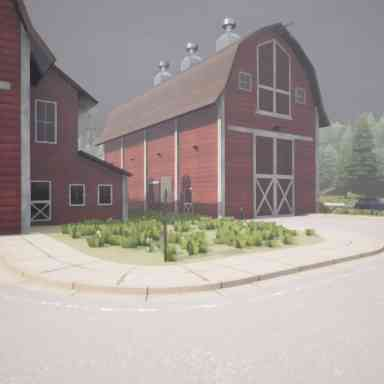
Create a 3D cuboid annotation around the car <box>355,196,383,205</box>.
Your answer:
[{"bbox_3d":[20.137,1.381,36.086,2.097,1.767,4.553,0,0,-34],"label":"car"}]
